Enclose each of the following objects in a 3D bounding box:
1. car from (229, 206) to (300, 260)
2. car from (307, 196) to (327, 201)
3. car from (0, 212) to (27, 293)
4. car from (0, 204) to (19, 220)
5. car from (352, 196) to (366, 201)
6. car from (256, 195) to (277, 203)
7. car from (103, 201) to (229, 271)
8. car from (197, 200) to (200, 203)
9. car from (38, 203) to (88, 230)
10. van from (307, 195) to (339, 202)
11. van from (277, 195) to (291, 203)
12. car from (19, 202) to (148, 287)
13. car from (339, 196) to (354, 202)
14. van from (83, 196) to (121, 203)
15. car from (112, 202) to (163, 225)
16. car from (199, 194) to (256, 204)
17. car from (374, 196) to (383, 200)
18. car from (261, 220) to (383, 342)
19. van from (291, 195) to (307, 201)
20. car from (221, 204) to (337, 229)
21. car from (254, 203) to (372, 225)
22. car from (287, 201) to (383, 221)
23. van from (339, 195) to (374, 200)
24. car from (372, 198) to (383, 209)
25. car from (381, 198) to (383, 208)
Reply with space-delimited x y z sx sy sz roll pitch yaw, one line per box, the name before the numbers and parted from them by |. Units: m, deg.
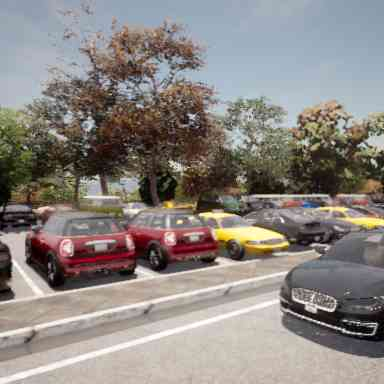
car | 1.198 1.486 12.836 1.946 1.575 5.366 0 0 -35
car | 11.656 1.523 36.562 2.097 1.535 5.008 0 0 -35
car | -5.692 1.476 8.154 2.097 1.535 5.008 0 0 -35
car | -10.910 1.479 20.494 2.097 1.535 5.008 0 0 -35
car | 18.305 1.586 41.322 2.163 1.488 4.792 1 0 -35
car | 4.905 1.258 31.718 2.435 2.045 5.566 0 0 -35
car | -1.153 1.359 11.352 2.185 1.767 4.553 0 0 -35
car | -1.881 1.496 26.918 2.097 1.535 5.008 0 0 -35
car | -8.654 1.523 22.103 2.002 1.452 4.674 0 0 -35
van | 13.992 1.304 38.085 1.878 1.987 4.442 0 0 -36
van | 7.213 1.288 33.251 1.878 1.987 4.442 0 0 -35
car | -3.415 1.355 9.743 2.185 1.767 4.553 0 0 -35
car | 16.154 1.570 39.792 2.163 1.488 4.792 0 0 -35
van | -6.568 1.262 23.733 1.878 1.987 4.442 0 0 -35
car | -4.245 1.532 25.246 2.002 1.452 4.674 0 0 -35
car | 2.647 1.254 30.112 2.435 2.045 5.566 0 0 -35
car | 22.954 1.635 44.559 2.163 1.488 4.792 1 0 -35
car | 3.746 1.494 6.361 4.892 1.490 1.837 0 0 -36
van | 9.335 1.292 35.047 1.878 1.987 4.442 0 0 -35
car | 3.356 1.495 14.591 2.231 1.521 4.892 0 0 -35
car | 5.611 1.499 16.211 2.231 1.521 4.892 0 0 -35
car | 7.984 1.499 17.664 1.946 1.575 5.366 0 0 -35
van | 20.513 1.353 43.001 1.878 1.987 4.442 1 0 -35
car | 29.815 1.688 49.248 1.946 1.575 5.366 1 0 -35
car | 31.966 1.760 51.002 2.002 1.452 4.674 1 0 -35
